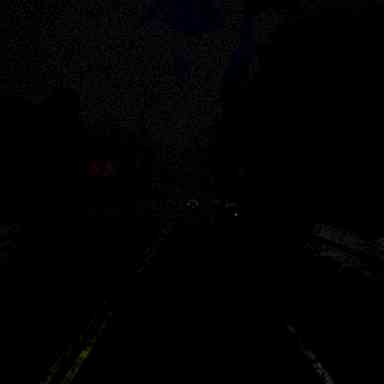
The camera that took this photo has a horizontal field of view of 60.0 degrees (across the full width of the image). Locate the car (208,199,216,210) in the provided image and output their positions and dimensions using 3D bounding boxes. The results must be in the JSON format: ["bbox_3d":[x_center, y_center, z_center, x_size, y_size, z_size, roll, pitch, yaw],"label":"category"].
[{"bbox_3d":[3.319,1.675,45.974,1.882,1.535,5.008,0,0,0],"label":"car"}]

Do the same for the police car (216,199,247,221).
[{"bbox_3d":[3.354,1.516,27.895,1.930,1.638,5.238,0,0,0],"label":"police car"}]

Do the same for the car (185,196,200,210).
[{"bbox_3d":[0.120,1.722,45.777,1.812,1.442,4.674,0,0,0],"label":"car"}]
